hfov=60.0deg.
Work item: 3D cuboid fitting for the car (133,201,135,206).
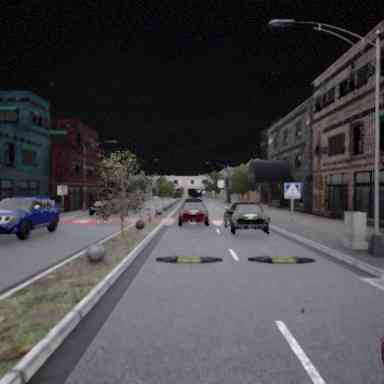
[{"bbox_3d":[-8.988,1.573,45.155,2.231,1.521,4.892,0,0,0],"label":"car"}]

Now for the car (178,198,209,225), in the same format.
[{"bbox_3d":[0.106,1.232,24.415,2.097,1.767,4.553,0,5,0],"label":"car"}]

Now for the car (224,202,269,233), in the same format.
[{"bbox_3d":[3.101,1.371,19.738,2.097,1.767,4.553,0,0,0],"label":"car"}]

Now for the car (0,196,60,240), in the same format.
[{"bbox_3d":[-8.884,1.245,17.510,2.435,2.045,5.566,0,0,0],"label":"car"}]

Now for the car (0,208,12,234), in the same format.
[{"bbox_3d":[-8.863,1.525,12.022,2.002,1.452,4.674,0,0,0],"label":"car"}]

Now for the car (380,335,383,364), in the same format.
[{"bbox_3d":[3.100,1.524,1.923,1.812,1.442,4.674,0,0,0],"label":"car"}]

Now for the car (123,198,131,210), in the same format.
[{"bbox_3d":[-8.967,1.561,39.508,2.231,1.521,4.892,0,0,0],"label":"car"}]

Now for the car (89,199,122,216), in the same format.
[{"bbox_3d":[-8.946,1.574,33.950,2.163,1.488,4.792,0,0,0],"label":"car"}]
